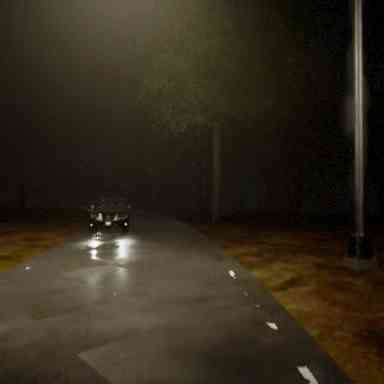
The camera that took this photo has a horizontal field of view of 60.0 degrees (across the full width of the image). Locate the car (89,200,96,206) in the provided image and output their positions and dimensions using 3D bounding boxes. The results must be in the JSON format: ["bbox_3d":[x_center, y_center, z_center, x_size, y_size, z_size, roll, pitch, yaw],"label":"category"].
[{"bbox_3d":[-27.185,3.045,90.859,1.837,1.490,4.892,0,-2,-14],"label":"car"}]

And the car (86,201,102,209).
[{"bbox_3d":[-18.153,2.368,61.519,2.033,1.411,5.357,0,-1,-24],"label":"car"}]

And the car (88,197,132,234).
[{"bbox_3d":[-4.928,1.352,20.562,2.150,2.045,5.566,0,-1,-9],"label":"car"}]

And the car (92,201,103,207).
[{"bbox_3d":[-22.099,2.843,77.421,1.994,1.385,4.181,0,-2,-23],"label":"car"}]
